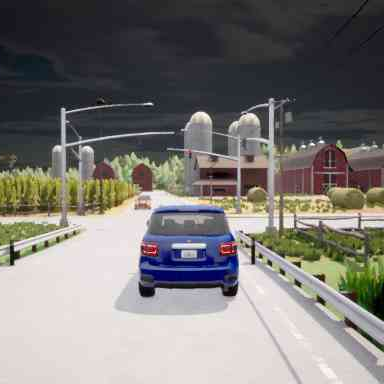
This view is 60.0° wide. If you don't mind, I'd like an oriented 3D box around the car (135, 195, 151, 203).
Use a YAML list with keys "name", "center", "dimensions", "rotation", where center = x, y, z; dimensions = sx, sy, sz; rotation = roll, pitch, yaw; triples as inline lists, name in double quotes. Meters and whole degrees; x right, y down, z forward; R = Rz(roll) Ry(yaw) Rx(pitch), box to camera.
- name: "car"
  center: [-6.390, 1.335, 43.508]
  dimensions: [2.097, 1.767, 4.553]
  rotation: [0, 1, -7]

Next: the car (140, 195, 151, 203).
- name: "car"
  center: [-8.849, 1.234, 63.135]
  dimensions: [1.994, 1.385, 4.181]
  rotation: [0, 1, -7]

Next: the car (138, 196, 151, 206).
- name: "car"
  center: [-7.602, 1.393, 53.170]
  dimensions: [1.994, 1.385, 4.181]
  rotation: [0, 1, -8]

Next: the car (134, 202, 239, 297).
- name: "car"
  center: [-0.109, 1.365, 9.053]
  dimensions: [2.150, 2.045, 5.566]
  rotation: [0, -2, -1]
